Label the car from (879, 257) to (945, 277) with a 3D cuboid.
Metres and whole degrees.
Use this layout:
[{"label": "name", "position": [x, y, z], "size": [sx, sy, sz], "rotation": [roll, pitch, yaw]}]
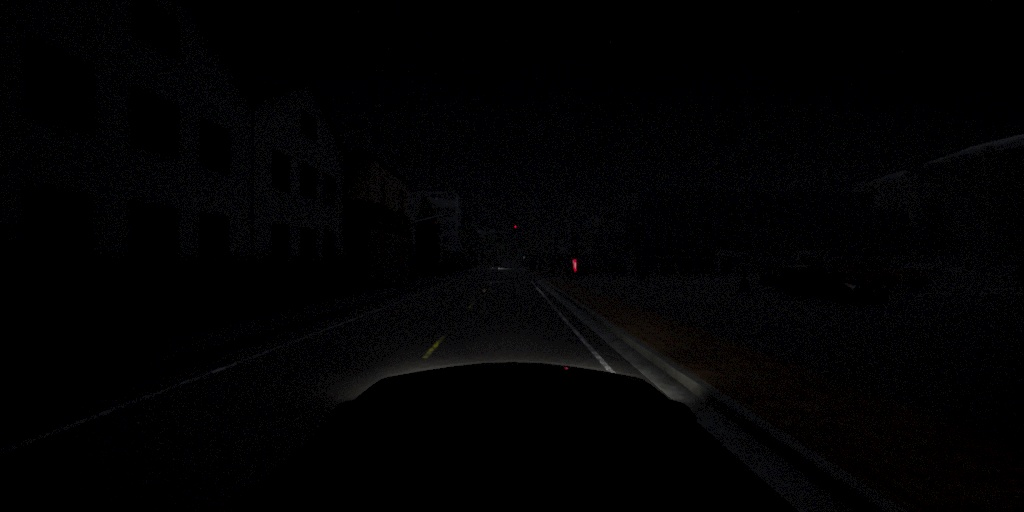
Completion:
[{"label": "car", "position": [47.844, 1.186, 42.671], "size": [5.566, 2.045, 2.150], "rotation": [0, -1, 0]}]
